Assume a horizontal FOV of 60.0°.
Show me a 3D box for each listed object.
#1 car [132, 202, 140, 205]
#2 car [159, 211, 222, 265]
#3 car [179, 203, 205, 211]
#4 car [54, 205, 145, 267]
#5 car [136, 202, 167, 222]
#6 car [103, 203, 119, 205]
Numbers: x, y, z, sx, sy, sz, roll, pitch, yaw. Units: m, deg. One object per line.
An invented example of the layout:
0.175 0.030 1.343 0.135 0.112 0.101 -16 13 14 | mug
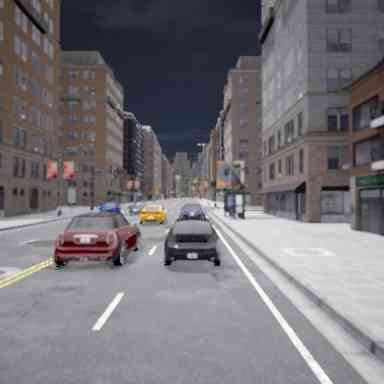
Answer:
-6.564 2.040 41.063 2.128 1.511 4.902 0 -1 1 | car
0.036 1.669 12.316 1.837 1.490 4.892 0 0 1 | car
0.030 1.712 27.208 2.097 1.767 4.553 0 -1 0 | car
-3.214 1.512 12.206 2.097 1.767 4.553 0 -1 1 | car
-3.211 1.854 28.408 1.882 1.535 5.008 0 0 0 | car
-9.821 2.009 39.886 1.882 1.535 5.008 0 -1 0 | car
